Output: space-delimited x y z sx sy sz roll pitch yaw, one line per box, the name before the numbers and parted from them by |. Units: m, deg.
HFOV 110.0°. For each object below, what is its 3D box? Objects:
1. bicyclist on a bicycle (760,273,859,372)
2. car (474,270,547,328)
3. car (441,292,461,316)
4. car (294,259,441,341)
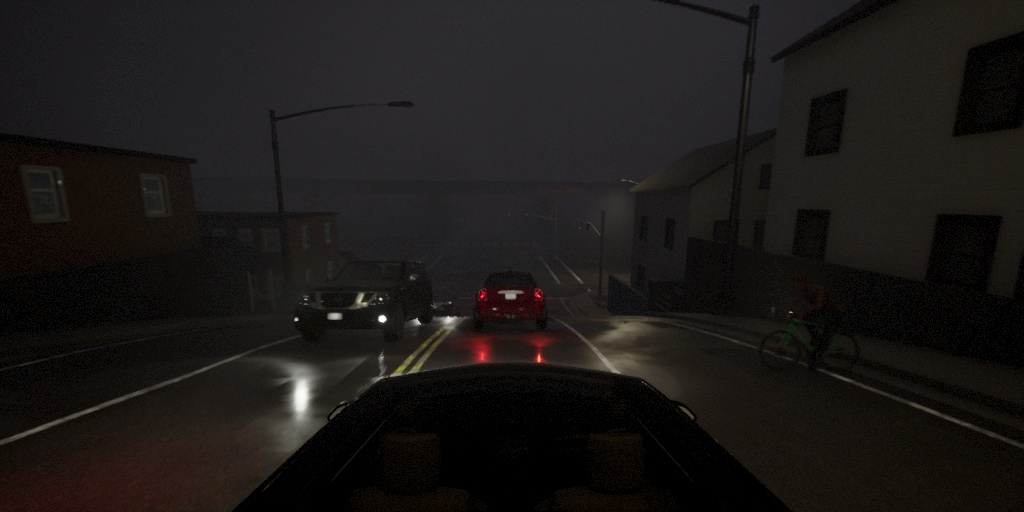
bicyclist on a bicycle | 4.927 1.114 5.927 1.656 1.620 0.582 0 2 0
car | -0.082 1.345 12.159 2.097 1.767 4.553 0 -5 -1
car | -3.947 2.766 20.313 1.812 1.442 4.674 0 -12 -1
car | -3.718 1.083 10.228 2.150 2.045 5.566 0 -4 -1
